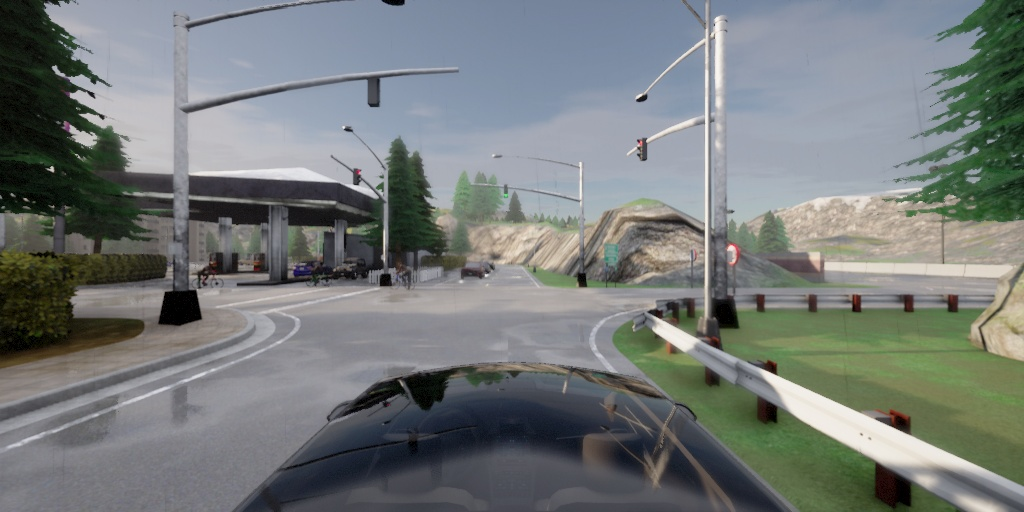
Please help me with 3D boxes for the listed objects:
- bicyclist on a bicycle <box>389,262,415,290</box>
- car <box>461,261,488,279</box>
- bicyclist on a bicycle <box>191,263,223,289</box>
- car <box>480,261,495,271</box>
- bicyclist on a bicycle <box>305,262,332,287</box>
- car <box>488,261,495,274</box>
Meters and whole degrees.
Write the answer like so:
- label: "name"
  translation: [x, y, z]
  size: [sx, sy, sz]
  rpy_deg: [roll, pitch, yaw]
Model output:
- label: "bicyclist on a bicycle"
  translation: [-6.287, 1.152, 20.520]
  size: [1.656, 1.620, 0.582]
  rpy_deg: [0, -1, 12]
- label: "car"
  translation: [-3.572, 1.291, 33.401]
  size: [1.882, 1.535, 5.008]
  rpy_deg: [0, 0, 0]
- label: "bicyclist on a bicycle"
  translation: [-18.536, 1.230, 21.841]
  size: [1.656, 1.620, 0.582]
  rpy_deg: [0, -1, -15]
- label: "car"
  translation: [-3.535, 1.454, 53.274]
  size: [1.895, 1.301, 4.718]
  rpy_deg: [0, 0, 0]
- label: "bicyclist on a bicycle"
  translation: [-13.081, 1.249, 24.306]
  size: [1.656, 1.620, 0.582]
  rpy_deg: [0, 0, -40]
- label: "car"
  translation: [-3.561, 1.381, 43.264]
  size: [2.033, 1.411, 5.357]
  rpy_deg: [0, 0, 0]
